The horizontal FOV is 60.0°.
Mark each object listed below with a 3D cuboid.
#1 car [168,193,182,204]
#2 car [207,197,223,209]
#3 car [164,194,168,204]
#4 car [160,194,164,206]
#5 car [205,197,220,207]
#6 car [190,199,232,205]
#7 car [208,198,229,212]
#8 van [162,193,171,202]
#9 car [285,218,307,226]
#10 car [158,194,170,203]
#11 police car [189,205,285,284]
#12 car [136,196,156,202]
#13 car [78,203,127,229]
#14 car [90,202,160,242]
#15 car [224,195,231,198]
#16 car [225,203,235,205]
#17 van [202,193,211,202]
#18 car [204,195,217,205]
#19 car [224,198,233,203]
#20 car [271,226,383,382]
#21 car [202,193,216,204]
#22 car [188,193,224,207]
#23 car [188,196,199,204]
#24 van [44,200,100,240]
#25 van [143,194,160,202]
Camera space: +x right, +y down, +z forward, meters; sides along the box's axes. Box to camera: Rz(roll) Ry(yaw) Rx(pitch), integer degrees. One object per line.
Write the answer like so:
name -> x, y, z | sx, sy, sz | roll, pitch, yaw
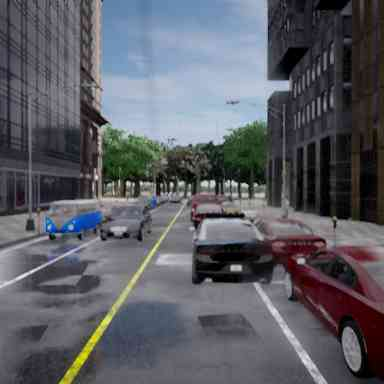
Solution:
car -> -2.798, 1.334, 56.821 | 1.837, 1.490, 4.892 | 0, 0, 1
car -> 2.971, 1.390, 43.572 | 1.752, 1.417, 4.829 | 0, 0, 0
car -> -5.502, 1.402, 54.319 | 1.947, 1.339, 4.313 | 0, 0, 0
car -> -5.529, 1.377, 48.712 | 1.752, 1.417, 4.829 | 0, 0, 0
car -> 2.997, 1.395, 48.840 | 1.887, 1.381, 4.507 | 0, 0, 0
car -> 0.993, 1.416, 19.491 | 1.882, 1.535, 5.008 | 0, 0, 0
car -> 2.944, 1.432, 37.965 | 2.008, 1.369, 4.403 | 0, 0, 0
van -> -5.423, 1.134, 70.631 | 1.690, 1.788, 3.998 | 0, 0, 0
car -> 2.812, 1.509, 10.778 | 1.887, 1.381, 4.507 | 0, 0, 0
car -> -5.450, 1.248, 65.194 | 1.967, 1.590, 4.097 | 0, 0, 0
police car -> 0.945, 1.394, 9.601 | 1.930, 1.638, 5.238 | 0, 0, 0
car -> -5.581, 1.447, 38.006 | 1.947, 1.339, 4.313 | 0, 0, 0
car -> -5.660, 1.481, 21.694 | 2.008, 1.369, 4.403 | 0, 0, 0
car -> -3.024, 1.439, 16.139 | 2.128, 1.511, 4.902 | 0, 0, 0
car -> 2.917, 1.212, 32.527 | 2.192, 1.841, 5.009 | 0, 0, 0
car -> 2.840, 1.472, 16.385 | 1.752, 1.417, 4.829 | 0, 0, 0
van -> 3.102, 1.134, 70.590 | 1.690, 1.788, 3.998 | 0, 0, 0
car -> 3.023, 1.276, 54.277 | 1.967, 1.590, 4.097 | 0, 0, 0
car -> 2.892, 1.438, 27.260 | 1.752, 1.417, 4.829 | 0, 0, 0
car -> 2.786, 1.527, 5.340 | 1.887, 1.381, 4.507 | 0, 0, 0
car -> 3.049, 1.136, 59.715 | 2.192, 1.841, 5.009 | 0, 0, 0
car -> 0.986, 1.141, 25.518 | 2.150, 2.045, 5.566 | 0, 0, 0
car -> 0.293, 1.383, 60.682 | 1.994, 1.385, 4.181 | 0, 0, 0
van -> -5.687, 1.289, 16.256 | 1.690, 1.788, 3.998 | 0, 0, 0
van -> -5.555, 1.207, 43.443 | 1.690, 1.788, 3.998 | 0, 0, 0
